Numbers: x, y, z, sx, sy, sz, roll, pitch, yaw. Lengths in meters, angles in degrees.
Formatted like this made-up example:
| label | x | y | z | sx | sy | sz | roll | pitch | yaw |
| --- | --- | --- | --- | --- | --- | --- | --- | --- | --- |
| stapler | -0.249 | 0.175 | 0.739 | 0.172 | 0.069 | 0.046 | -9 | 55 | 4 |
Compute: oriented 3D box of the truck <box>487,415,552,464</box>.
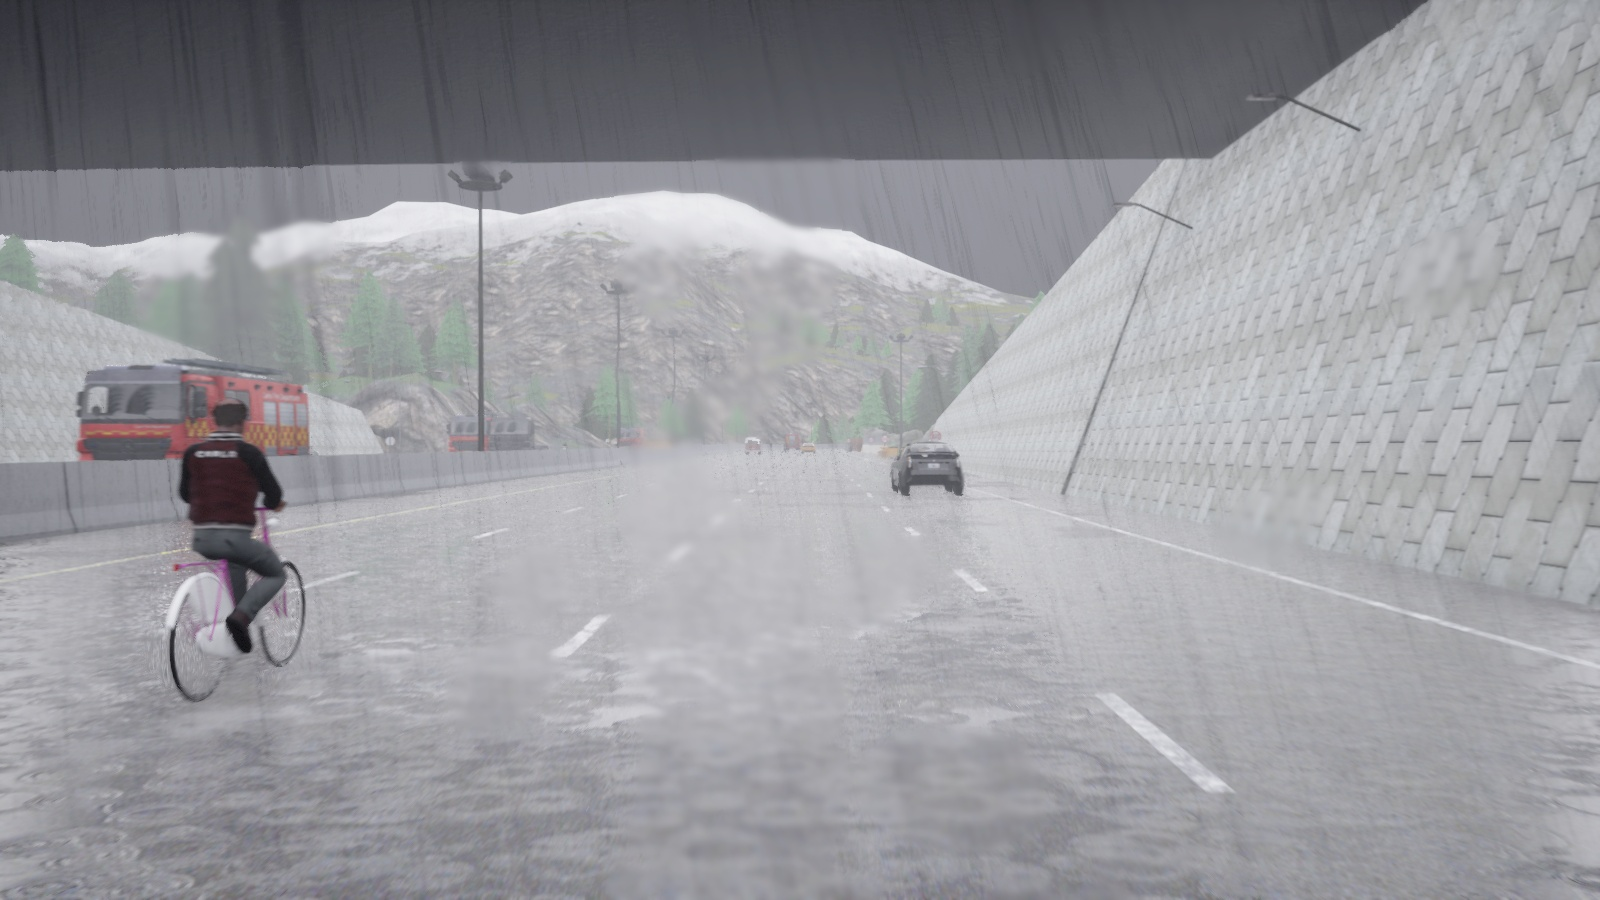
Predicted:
| label | x | y | z | sx | sy | sz | roll | pitch | yaw |
| --- | --- | --- | --- | --- | --- | --- | --- | --- | --- |
| truck | -20.379 | -0.768 | 91.620 | 2.891 | 3.462 | 7.936 | 0 | 0 | 0 |

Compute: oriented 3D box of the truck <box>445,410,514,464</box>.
| label | x | y | z | sx | sy | sz | roll | pitch | yaw |
| --- | --- | --- | --- | --- | --- | --- | --- | --- | --- |
| truck | -23.863 | -0.967 | 93.943 | 2.891 | 3.827 | 8.468 | 0 | 0 | 0 |

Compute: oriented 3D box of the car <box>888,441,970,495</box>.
| label | x | y | z | sx | sy | sz | roll | pitch | yaw |
| --- | --- | --- | --- | --- | --- | --- | --- | --- | --- |
| car | 3.752 | 0.486 | 37.353 | 2.007 | 1.525 | 4.514 | 0 | 0 | 0 |

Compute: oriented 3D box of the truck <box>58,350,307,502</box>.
| label | x | y | z | sx | sy | sz | roll | pitch | yaw |
| --- | --- | --- | --- | --- | --- | --- | --- | --- | --- |
| truck | -17.258 | -0.635 | 35.934 | 2.891 | 3.827 | 8.468 | 0 | 0 | 0 |

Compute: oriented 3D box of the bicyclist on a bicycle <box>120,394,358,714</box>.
| label | x | y | z | sx | sy | sz | roll | pitch | yaw |
| --- | --- | --- | --- | --- | --- | --- | --- | --- | --- |
| bicyclist on a bicycle | -3.440 | 0.570 | 7.895 | 0.659 | 1.776 | 1.843 | 0 | 0 | 0 |
